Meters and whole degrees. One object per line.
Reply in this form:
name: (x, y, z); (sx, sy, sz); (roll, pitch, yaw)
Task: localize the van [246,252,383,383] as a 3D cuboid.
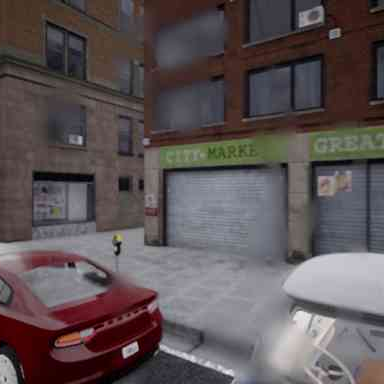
van: (2.142, 1.342, 1.550); (3.998, 1.788, 1.690); (0, 0, 35)

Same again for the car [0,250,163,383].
car: (-2.470, 1.537, 4.833); (4.507, 1.381, 1.887); (0, 0, 35)
